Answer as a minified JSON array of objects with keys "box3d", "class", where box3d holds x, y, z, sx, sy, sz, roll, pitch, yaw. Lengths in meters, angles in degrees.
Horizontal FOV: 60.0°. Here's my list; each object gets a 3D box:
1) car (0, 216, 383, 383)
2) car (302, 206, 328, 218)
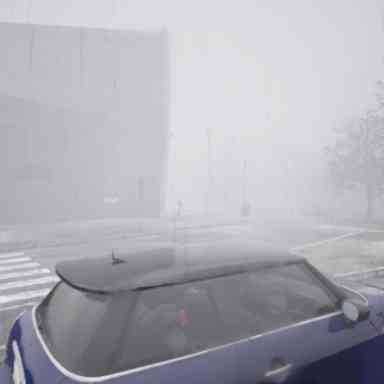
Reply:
[{"box3d":[0.545,1.341,3.513,4.553,1.767,2.097,0,0,-33],"class":"car"},{"box3d":[16.377,2.621,44.200,1.882,1.535,5.008,0,-3,44],"class":"car"}]
